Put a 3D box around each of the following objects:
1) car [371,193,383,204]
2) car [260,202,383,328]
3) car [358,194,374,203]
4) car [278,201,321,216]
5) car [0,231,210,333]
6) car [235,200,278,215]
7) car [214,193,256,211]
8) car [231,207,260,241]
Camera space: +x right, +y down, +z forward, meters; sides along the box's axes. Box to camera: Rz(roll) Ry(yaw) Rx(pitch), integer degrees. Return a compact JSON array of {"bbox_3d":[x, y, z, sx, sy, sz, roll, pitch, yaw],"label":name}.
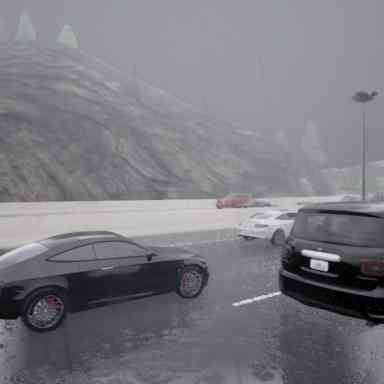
[{"bbox_3d":[35.797,1.226,63.176,2.150,2.045,5.566,0,0,40],"label":"car"},{"bbox_3d":[4.153,1.222,6.704,5.566,2.045,2.150,0,0,-35],"label":"car"},{"bbox_3d":[36.329,1.355,69.434,2.097,1.767,4.553,0,0,38],"label":"car"},{"bbox_3d":[10.965,1.601,33.828,4.718,1.301,1.895,0,0,-39],"label":"car"},{"bbox_3d":[-1.788,1.525,6.767,4.674,1.442,1.812,0,0,-35],"label":"car"},{"bbox_3d":[6.862,1.600,35.022,4.718,1.301,1.895,0,0,-39],"label":"car"},{"bbox_3d":[5.567,1.219,42.972,5.566,2.045,2.150,0,0,-40],"label":"car"},{"bbox_3d":[4.142,1.525,15.294,4.674,1.442,1.812,0,0,-36],"label":"car"}]
